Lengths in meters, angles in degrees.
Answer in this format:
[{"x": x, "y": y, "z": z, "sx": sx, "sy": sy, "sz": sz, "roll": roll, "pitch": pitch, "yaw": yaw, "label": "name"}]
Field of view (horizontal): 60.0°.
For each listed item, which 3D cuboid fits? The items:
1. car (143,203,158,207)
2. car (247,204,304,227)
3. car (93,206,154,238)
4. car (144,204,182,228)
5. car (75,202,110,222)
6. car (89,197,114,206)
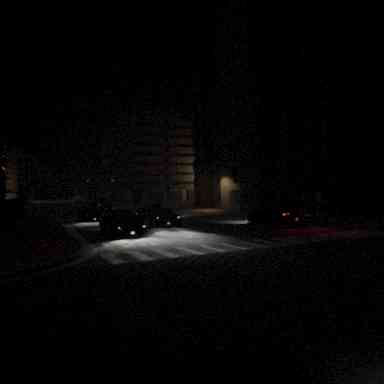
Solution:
[{"x": -3.470, "y": 1.816, "z": 31.827, "sx": 1.812, "sy": 1.442, "sz": 4.674, "roll": -1, "pitch": 0, "yaw": 27, "label": "car"}, {"x": 5.732, "y": 1.579, "z": 23.233, "sx": 1.812, "sy": 1.442, "sz": 4.674, "roll": -1, "pitch": 0, "yaw": -24, "label": "car"}, {"x": -4.238, "y": 1.789, "z": 19.858, "sx": 2.033, "sy": 1.411, "sz": 5.357, "roll": -1, "pitch": 0, "yaw": -25, "label": "car"}, {"x": -2.126, "y": 1.824, "z": 24.566, "sx": 1.895, "sy": 1.301, "sz": 4.718, "roll": -1, "pitch": 0, "yaw": -14, "label": "car"}, {"x": -9.467, "y": 1.958, "z": 30.963, "sx": 2.033, "sy": 1.411, "sz": 5.357, "roll": -1, "pitch": 0, "yaw": -25, "label": "car"}, {"x": -12.018, "y": 1.766, "z": 44.754, "sx": 2.150, "sy": 2.045, "sz": 5.566, "roll": -1, "pitch": -1, "yaw": -25, "label": "car"}]
